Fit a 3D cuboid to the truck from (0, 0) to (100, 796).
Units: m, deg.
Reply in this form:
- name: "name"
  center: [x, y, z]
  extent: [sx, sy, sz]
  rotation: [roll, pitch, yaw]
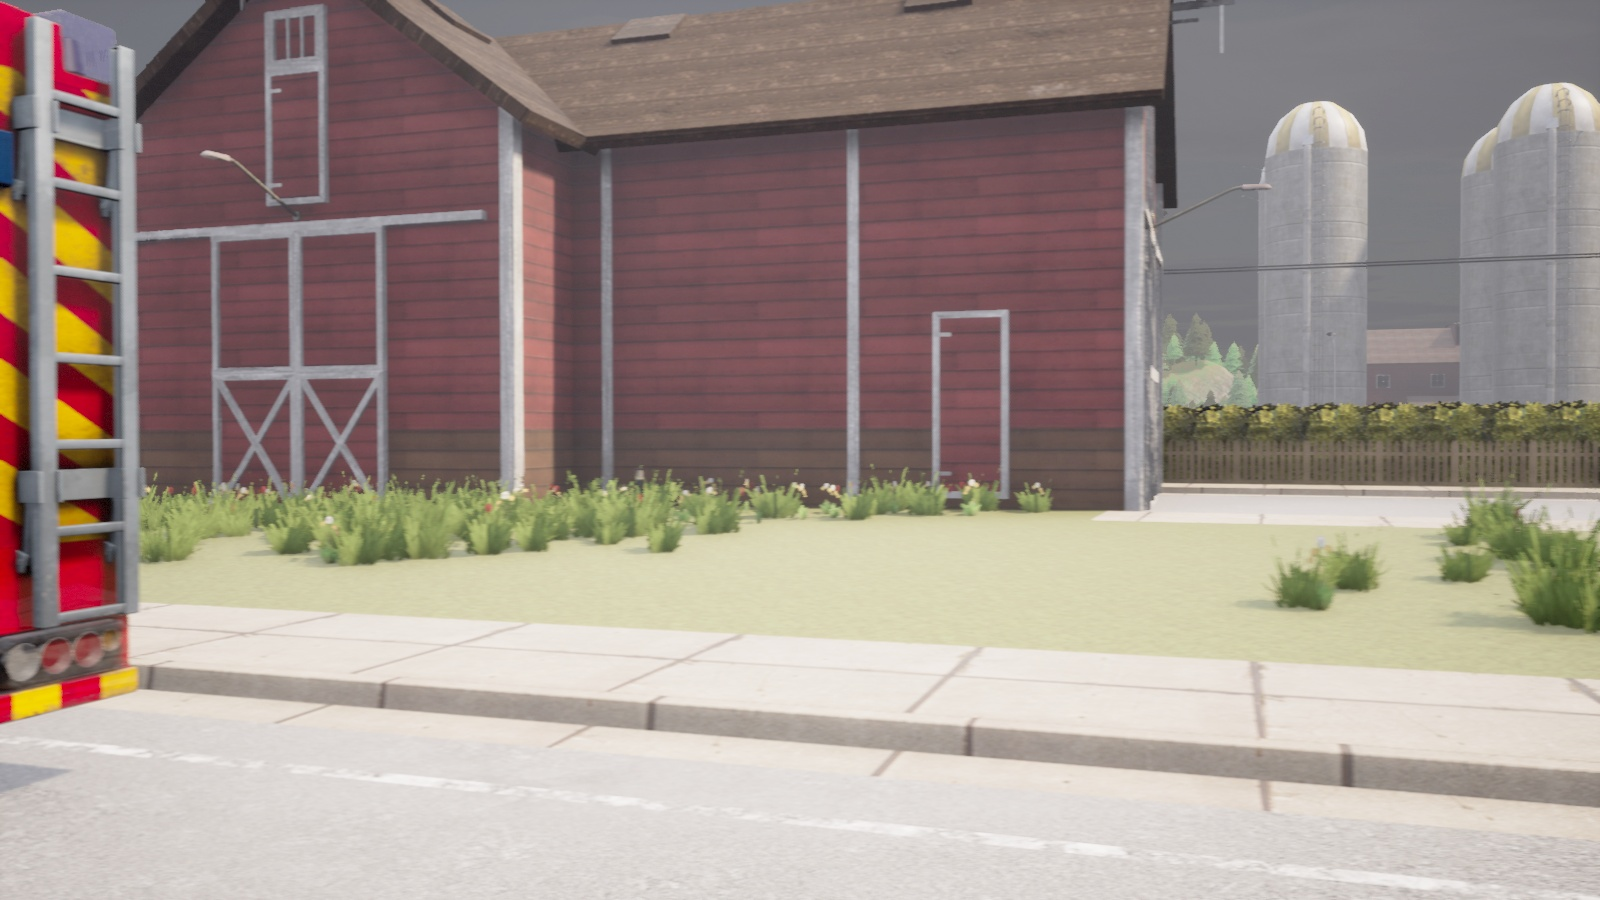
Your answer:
- name: "truck"
  center: [-7.709, -0.469, 5.770]
  extent: [8.468, 3.827, 2.891]
  rotation: [1, 1, 19]
